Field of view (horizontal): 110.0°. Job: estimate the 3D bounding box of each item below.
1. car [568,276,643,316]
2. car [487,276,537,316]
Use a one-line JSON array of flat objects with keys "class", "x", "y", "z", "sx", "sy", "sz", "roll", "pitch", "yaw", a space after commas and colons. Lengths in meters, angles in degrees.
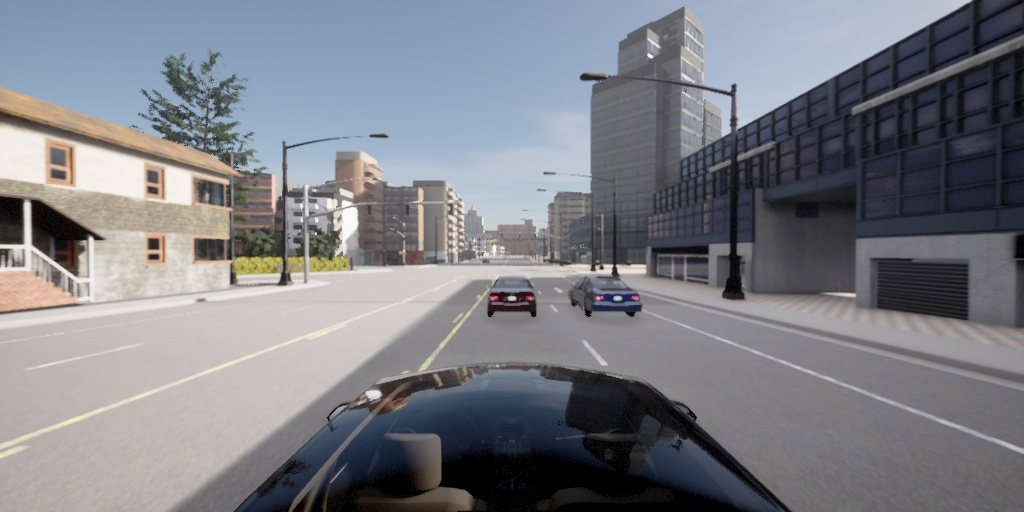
[{"class": "car", "x": 3.507, "y": 1.496, "z": 14.382, "sx": 2.033, "sy": 1.411, "sz": 5.357, "roll": 0, "pitch": -1, "yaw": 0}, {"class": "car", "x": 0.006, "y": 1.495, "z": 14.371, "sx": 2.033, "sy": 1.411, "sz": 5.357, "roll": 0, "pitch": -1, "yaw": 0}]
